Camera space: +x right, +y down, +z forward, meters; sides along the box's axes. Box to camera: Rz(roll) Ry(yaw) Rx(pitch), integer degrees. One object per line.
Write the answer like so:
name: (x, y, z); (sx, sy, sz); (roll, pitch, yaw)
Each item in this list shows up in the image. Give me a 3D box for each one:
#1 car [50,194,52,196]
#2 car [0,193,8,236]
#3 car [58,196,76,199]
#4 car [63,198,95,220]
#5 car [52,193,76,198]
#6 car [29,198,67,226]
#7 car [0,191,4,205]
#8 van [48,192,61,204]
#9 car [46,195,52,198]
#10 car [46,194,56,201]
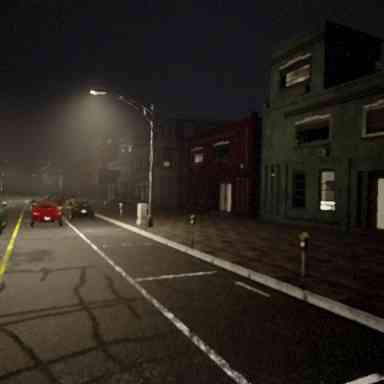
car: (-18.533, 1.310, 46.430); (1.802, 1.307, 4.206); (1, 0, -26)
car: (-10.698, 1.047, 16.884); (2.150, 2.045, 5.566); (1, 0, -26)
car: (-11.377, 1.365, 31.589); (1.752, 1.417, 4.829); (1, 0, -26)
car: (-8.896, 1.444, 26.439); (1.947, 1.339, 4.313); (1, 0, -26)
car: (-13.712, 1.118, 36.434); (2.192, 1.841, 5.009); (1, 0, -26)
car: (-9.534, 1.382, 21.755); (1.812, 1.442, 4.674); (1, 0, -25)
car: (-28.485, 0.854, 47.786); (2.192, 1.841, 5.009); (1, 0, -26)
van: (-23.349, 0.994, 56.425); (1.690, 1.788, 3.998); (1, 0, -26)
car: (-17.460, 1.335, 38.204); (1.895, 1.301, 4.718); (1, 0, -25)
car: (-28.243, 1.102, 66.574); (1.752, 1.417, 4.829); (1, 0, -26)
